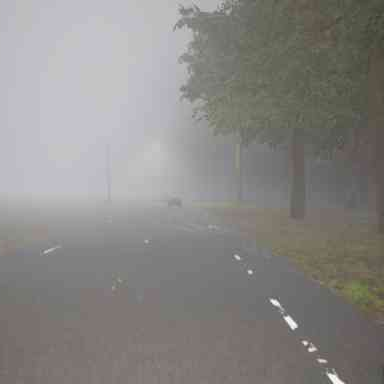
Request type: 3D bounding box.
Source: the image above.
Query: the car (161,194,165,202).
[{"bbox_3d":[-4.441,1.038,59.843,2.033,1.411,5.357,0,1,-10],"label":"car"}]

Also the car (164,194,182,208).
[{"bbox_3d":[-2.317,1.271,43.156,1.837,1.490,4.892,0,1,-6],"label":"car"}]
